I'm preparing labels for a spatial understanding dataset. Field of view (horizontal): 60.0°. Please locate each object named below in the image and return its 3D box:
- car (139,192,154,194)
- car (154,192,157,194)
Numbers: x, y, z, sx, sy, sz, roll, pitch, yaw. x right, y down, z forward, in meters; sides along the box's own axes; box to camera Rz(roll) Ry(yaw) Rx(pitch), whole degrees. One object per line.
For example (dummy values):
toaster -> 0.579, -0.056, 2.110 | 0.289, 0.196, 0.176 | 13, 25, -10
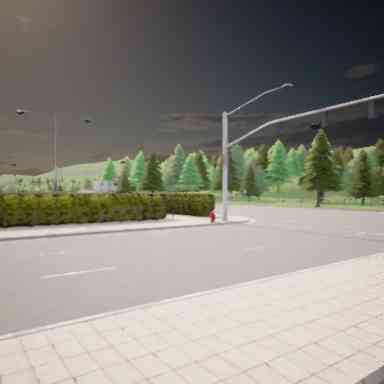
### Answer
car -> -10.500, 1.272, 67.721 | 2.150, 2.045, 5.566 | 0, 0, -35
car -> -10.178, 1.119, 79.587 | 2.150, 2.045, 5.566 | 0, 0, -35
